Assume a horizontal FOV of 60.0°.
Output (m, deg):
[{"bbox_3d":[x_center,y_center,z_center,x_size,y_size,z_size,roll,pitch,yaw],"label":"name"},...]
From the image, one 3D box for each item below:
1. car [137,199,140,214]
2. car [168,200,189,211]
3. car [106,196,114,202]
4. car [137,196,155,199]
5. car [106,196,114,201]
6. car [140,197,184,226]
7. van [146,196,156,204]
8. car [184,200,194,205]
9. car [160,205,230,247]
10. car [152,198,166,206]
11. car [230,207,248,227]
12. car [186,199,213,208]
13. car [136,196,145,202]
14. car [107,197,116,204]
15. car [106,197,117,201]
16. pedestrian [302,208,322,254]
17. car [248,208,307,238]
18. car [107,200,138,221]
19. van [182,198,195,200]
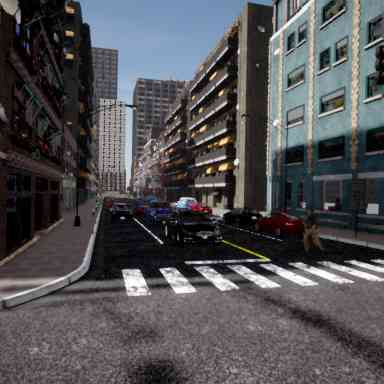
[{"bbox_3d":[-4.881,1.694,34.091,1.994,1.385,4.181,1,0,-15],"label":"car"},{"bbox_3d":[-1.949,1.832,45.696,1.947,1.339,4.313,1,0,-15],"label":"car"},{"bbox_3d":[-21.260,1.805,86.327,1.947,1.339,4.313,1,0,-15],"label":"car"},{"bbox_3d":[-8.475,1.826,60.415,1.994,1.385,4.181,1,0,-15],"label":"car"},{"bbox_3d":[-22.661,1.801,91.671,1.887,1.381,4.507,1,0,-15],"label":"car"},{"bbox_3d":[-2.349,1.456,24.441,2.097,1.767,4.553,1,0,-15],"label":"car"},{"bbox_3d":[-8.949,1.687,72.412,1.690,1.788,3.998,1,0,-15],"label":"van"},{"bbox_3d":[-1.618,1.789,34.245,1.895,1.301,4.718,1,0,-15],"label":"car"},{"bbox_3d":[-0.070,1.586,15.705,1.837,1.490,4.892,1,0,-14],"label":"car"},{"bbox_3d":[-6.193,1.839,61.889,1.752,1.417,4.829,1,0,-15],"label":"car"},{"bbox_3d":[3.653,1.774,24.324,1.947,1.339,4.313,1,0,-15],"label":"car"},{"bbox_3d":[0.852,1.782,35.010,1.887,1.381,4.507,1,0,-15],"label":"car"},{"bbox_3d":[-14.552,1.965,93.781,2.008,1.369,4.403,1,0,-15],"label":"car"},{"bbox_3d":[-17.016,1.713,70.135,1.752,1.417,4.829,1,0,-15],"label":"car"},{"bbox_3d":[-10.057,1.653,43.584,1.887,1.381,4.507,1,0,-15],"label":"car"},{"bbox_3d":[4.517,1.434,12.555,0.375,1.860,0.375,1,0,-15],"label":"pedestrian"},{"bbox_3d":[5.053,1.777,18.981,1.802,1.307,4.206,1,0,-15],"label":"car"},{"bbox_3d":[-5.857,1.631,27.555,1.947,1.339,4.313,1,0,-15],"label":"car"},{"bbox_3d":[-0.546,1.593,40.354,1.690,1.788,3.998,1,0,-15],"label":"van"}]
